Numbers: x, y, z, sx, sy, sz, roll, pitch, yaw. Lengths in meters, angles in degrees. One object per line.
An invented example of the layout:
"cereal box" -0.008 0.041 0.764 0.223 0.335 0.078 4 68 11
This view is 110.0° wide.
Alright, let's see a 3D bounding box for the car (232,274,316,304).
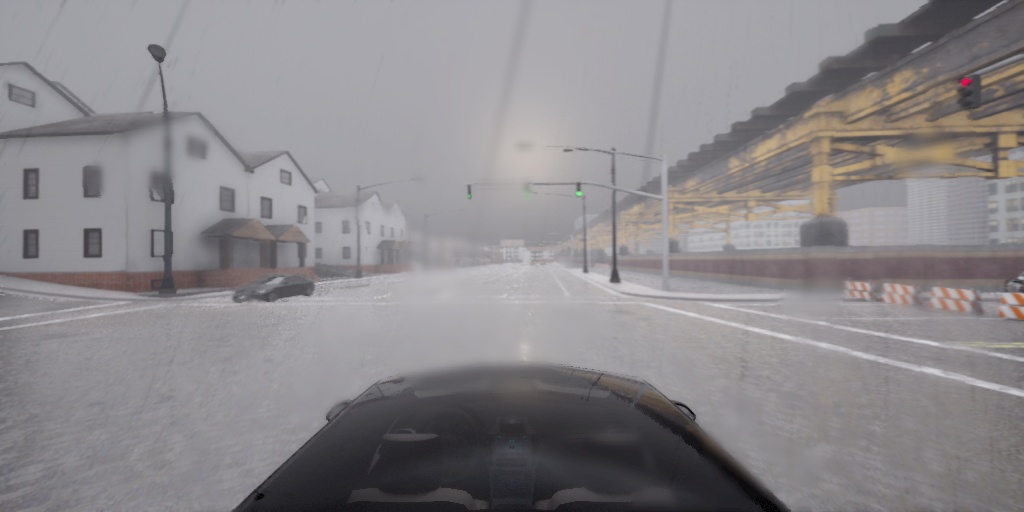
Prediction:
"car" -12.660 1.719 19.481 1.812 1.442 4.674 -1 0 5
